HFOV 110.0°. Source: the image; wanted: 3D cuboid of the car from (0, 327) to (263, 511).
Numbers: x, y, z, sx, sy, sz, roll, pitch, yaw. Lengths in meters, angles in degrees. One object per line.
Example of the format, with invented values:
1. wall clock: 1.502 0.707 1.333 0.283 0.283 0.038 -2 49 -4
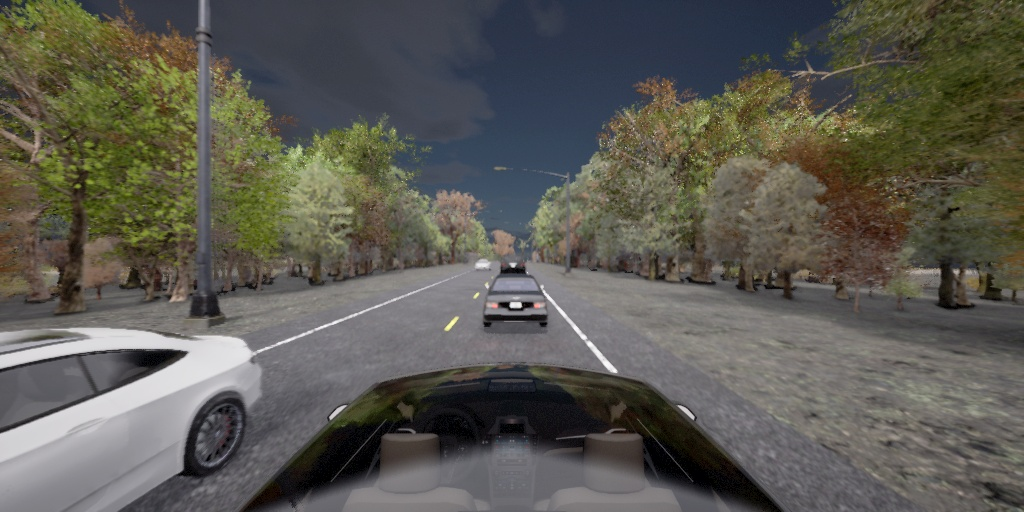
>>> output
1. car: -3.599 1.275 2.034 1.812 1.442 4.674 0 0 0

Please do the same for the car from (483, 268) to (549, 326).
1. car: 0.095 1.270 11.469 2.033 1.411 5.357 0 0 0

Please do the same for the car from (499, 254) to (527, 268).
1. car: 0.089 0.887 30.566 2.150 2.045 5.566 0 -1 0

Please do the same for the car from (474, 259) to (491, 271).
1. car: -3.601 1.160 45.110 1.812 1.442 4.674 0 0 0
